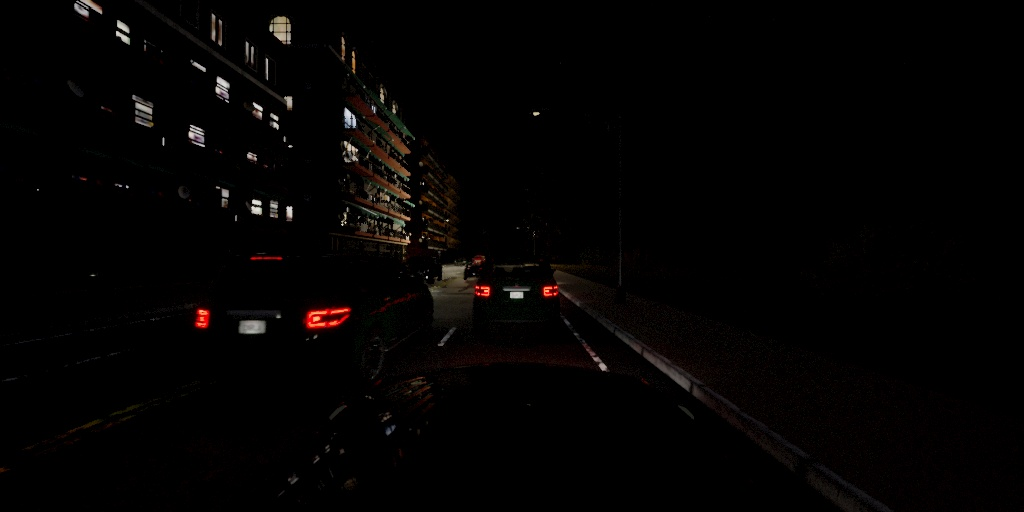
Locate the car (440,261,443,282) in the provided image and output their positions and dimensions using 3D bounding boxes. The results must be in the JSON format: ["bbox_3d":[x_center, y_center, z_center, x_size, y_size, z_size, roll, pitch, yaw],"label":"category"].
[{"bbox_3d":[-6.520,0.973,26.227,2.150,2.045,5.566,0,0,0],"label":"car"}]

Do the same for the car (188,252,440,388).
[{"bbox_3d":[-3.135,0.969,7.024,2.150,2.045,5.566,0,0,0],"label":"car"}]

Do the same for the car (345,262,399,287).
[{"bbox_3d":[-9.773,1.230,25.573,1.882,1.535,5.008,0,0,0],"label":"car"}]

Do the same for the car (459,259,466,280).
[{"bbox_3d":[-3.053,1.244,31.466,2.128,1.511,4.902,0,0,0],"label":"car"}]

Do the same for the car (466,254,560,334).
[{"bbox_3d":[0.123,0.973,10.751,2.150,2.045,5.566,0,0,0],"label":"car"}]
